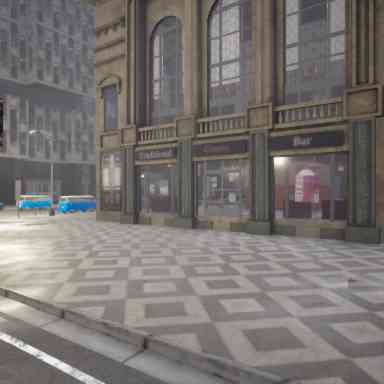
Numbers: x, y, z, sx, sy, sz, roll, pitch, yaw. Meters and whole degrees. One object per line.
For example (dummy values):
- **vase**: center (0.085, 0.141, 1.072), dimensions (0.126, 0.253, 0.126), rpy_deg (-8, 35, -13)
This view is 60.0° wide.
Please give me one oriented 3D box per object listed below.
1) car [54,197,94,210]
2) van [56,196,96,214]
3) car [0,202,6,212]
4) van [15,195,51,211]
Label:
- **car**: center (-15.375, 1.466, 43.544), dimensions (1.752, 1.417, 4.829), rpy_deg (0, 0, 36)
- **van**: center (-11.619, 1.282, 34.150), dimensions (1.690, 1.788, 3.998), rpy_deg (0, 0, 36)
- **car**: center (-21.822, 1.513, 34.550), dimensions (2.008, 1.369, 4.403), rpy_deg (0, 0, 36)
- **van**: center (-18.549, 1.292, 39.116), dimensions (1.690, 1.788, 3.998), rpy_deg (0, 0, 36)
